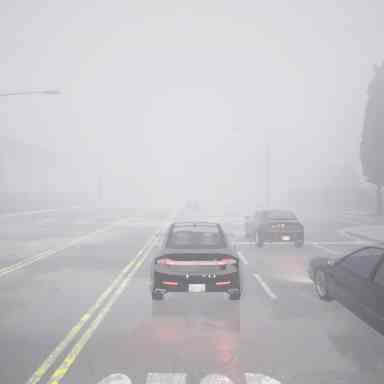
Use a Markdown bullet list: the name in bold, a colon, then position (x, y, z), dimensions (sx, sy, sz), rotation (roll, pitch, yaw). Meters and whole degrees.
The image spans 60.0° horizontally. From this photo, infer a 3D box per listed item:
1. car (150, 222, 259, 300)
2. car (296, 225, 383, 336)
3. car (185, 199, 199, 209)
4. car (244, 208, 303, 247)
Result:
- **car**: position (0.082, 1.492, 8.345), dimensions (2.128, 1.511, 4.902), rotation (0, 0, 0)
- **car**: position (3.588, 1.547, 5.300), dimensions (2.033, 1.411, 5.357), rotation (0, 0, 0)
- **car**: position (0.002, 1.601, 44.153), dimensions (1.895, 1.301, 4.718), rotation (0, 0, 0)
- **car**: position (3.565, 1.505, 15.046), dimensions (1.837, 1.490, 4.892), rotation (0, 0, 0)
